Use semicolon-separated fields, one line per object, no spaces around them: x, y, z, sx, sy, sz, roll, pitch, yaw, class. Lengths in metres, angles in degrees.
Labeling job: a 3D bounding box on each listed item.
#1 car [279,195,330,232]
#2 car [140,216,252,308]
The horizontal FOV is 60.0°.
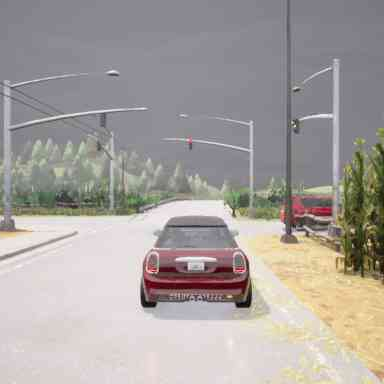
7.945;1.221;19.372;5.566;2.045;2.150;0;0;0;car
0.096;1.352;8.091;2.097;1.767;4.553;0;0;1;car
